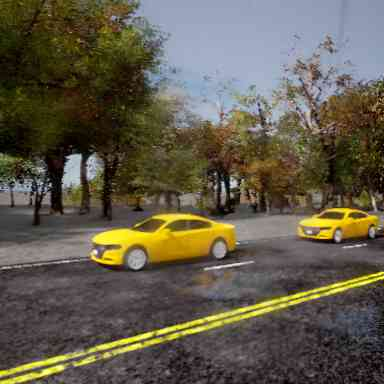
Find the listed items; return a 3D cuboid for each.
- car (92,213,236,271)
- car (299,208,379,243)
[{"bbox_3d":[-0.761,1.500,11.105,5.008,1.535,1.882,1,0,-35],"label":"car"},{"bbox_3d":[7.521,1.611,16.929,5.008,1.535,1.882,1,0,-35],"label":"car"}]
